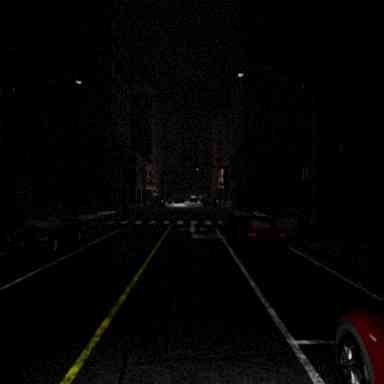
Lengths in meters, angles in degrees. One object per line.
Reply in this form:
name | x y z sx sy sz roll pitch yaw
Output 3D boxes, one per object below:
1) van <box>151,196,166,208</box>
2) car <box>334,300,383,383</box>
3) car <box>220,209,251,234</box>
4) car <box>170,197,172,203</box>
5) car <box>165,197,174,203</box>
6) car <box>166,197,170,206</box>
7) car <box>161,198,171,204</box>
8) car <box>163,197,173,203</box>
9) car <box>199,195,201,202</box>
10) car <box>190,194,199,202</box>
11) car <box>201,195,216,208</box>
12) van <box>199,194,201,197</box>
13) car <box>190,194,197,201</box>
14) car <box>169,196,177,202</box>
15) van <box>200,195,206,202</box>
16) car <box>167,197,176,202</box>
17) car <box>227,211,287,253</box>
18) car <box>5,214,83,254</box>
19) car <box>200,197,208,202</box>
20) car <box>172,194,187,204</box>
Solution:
van | -5.639 1.574 53.921 1.690 1.788 3.998 0 0 0
car | 2.671 1.451 2.441 1.967 1.590 4.097 0 0 0
car | 2.695 1.632 19.223 2.008 1.369 4.403 0 0 0
car | -5.573 1.848 65.256 1.947 1.339 4.313 0 0 0
car | -5.474 1.879 82.091 1.752 1.417 4.829 0 0 0
car | -5.606 1.698 59.589 1.967 1.590 4.097 0 0 0
car | -5.540 1.889 70.924 1.802 1.307 4.206 0 0 0
car | -5.507 1.897 76.593 1.947 1.339 4.313 0 0 0
car | 2.953 1.722 65.211 1.967 1.590 4.097 0 0 0
car | 0.395 1.878 83.863 2.128 1.511 4.902 0 0 0
car | 2.887 1.673 53.873 1.967 1.590 4.097 0 0 0
van | 3.019 1.672 76.549 1.690 1.788 3.998 0 0 0
car | 0.455 1.590 94.255 2.097 1.767 4.553 0 0 0
car | -5.407 1.945 93.596 1.887 1.381 4.507 0 0 0
van | 3.118 1.741 93.557 1.690 1.788 3.998 0 0 0
car | -5.440 1.943 87.929 1.947 1.339 4.313 0 0 0
car | 2.687 1.639 13.629 1.802 1.307 4.206 0 0 0
car | -5.839 1.608 13.636 2.008 1.369 4.403 0 0 0
car | 3.085 1.928 87.887 2.008 1.369 4.403 0 0 0
car | -2.682 1.831 70.746 2.128 1.511 4.902 0 0 0
